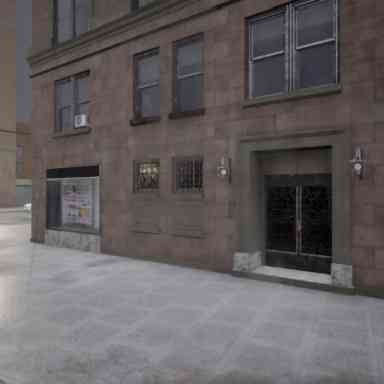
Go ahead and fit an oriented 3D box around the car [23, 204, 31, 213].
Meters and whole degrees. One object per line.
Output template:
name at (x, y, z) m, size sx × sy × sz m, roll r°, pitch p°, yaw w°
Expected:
car at (-15.648, 1.439, 35.818) m, size 1.812 × 1.442 × 4.674 m, roll 0°, pitch 0°, yaw 35°
